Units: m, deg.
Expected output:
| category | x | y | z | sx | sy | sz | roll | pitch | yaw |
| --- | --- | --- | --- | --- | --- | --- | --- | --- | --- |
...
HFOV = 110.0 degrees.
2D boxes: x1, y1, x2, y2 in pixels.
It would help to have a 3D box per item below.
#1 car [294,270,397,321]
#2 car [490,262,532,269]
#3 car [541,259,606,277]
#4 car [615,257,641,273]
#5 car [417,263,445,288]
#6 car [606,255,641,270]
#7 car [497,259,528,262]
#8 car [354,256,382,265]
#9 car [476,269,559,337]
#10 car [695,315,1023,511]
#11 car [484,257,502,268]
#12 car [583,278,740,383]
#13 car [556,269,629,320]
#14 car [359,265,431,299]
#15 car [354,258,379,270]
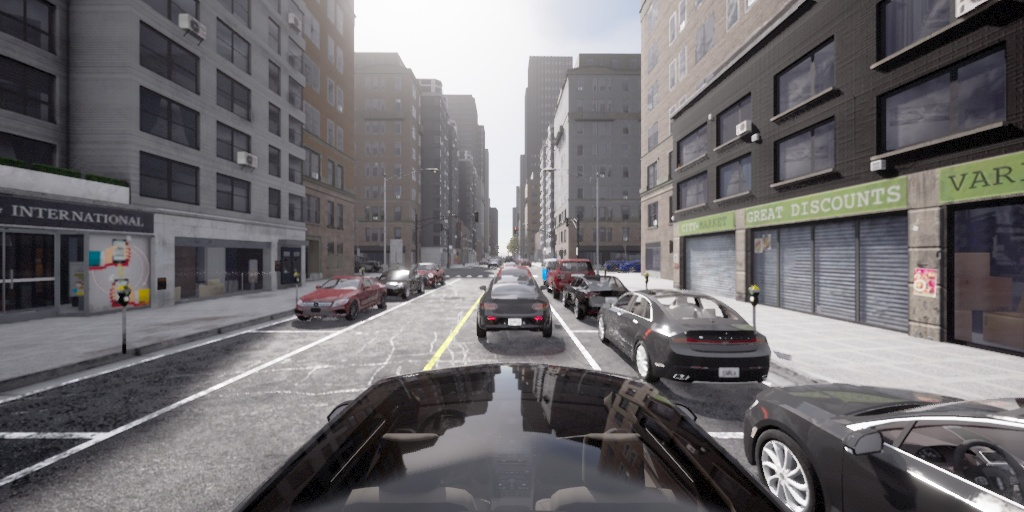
| category | x | y | z | sx | sy | sz | roll | pitch | yaw |
| --- | --- | --- | --- | --- | --- | --- | --- | --- | --- |
| car | -5.661 | 1.327 | 12.427 | 1.802 | 1.307 | 4.207 | 0 | 0 | 0 |
| car | 0.108 | 1.220 | 17.490 | 1.882 | 1.535 | 5.008 | 0 | 0 | 0 |
| car | 2.869 | 1.057 | 17.954 | 2.192 | 1.841 | 5.009 | 0 | 0 | 0 |
| car | 14.681 | 1.190 | 40.324 | 5.008 | 1.535 | 1.882 | 0 | 0 | 0 |
| car | -5.654 | 1.179 | 23.477 | 1.967 | 1.591 | 4.097 | 0 | 0 | 0 |
| car | 14.858 | 0.939 | 47.003 | 5.566 | 2.045 | 2.150 | 0 | 0 | 2 |
| car | 0.079 | 1.243 | 27.662 | 1.837 | 1.490 | 4.892 | 0 | 0 | 2 |
| car | -18.594 | 0.970 | 43.408 | 5.566 | 2.045 | 2.150 | 0 | 0 | 0 |
| car | 0.043 | 1.272 | 10.134 | 1.812 | 1.442 | 4.674 | 0 | 0 | -1 |
| car | 2.859 | 1.301 | 1.383 | 2.007 | 1.370 | 4.403 | 0 | 0 | 0 |
| car | -3.201 | 1.289 | 62.000 | 2.033 | 1.411 | 5.357 | 0 | 0 | -1 |
| car | 2.862 | 1.298 | 6.906 | 2.007 | 1.370 | 4.403 | 0 | 0 | 0 |
| car | 2.865 | 1.311 | 12.430 | 1.948 | 1.339 | 4.313 | 0 | 0 | 0 |
| car | -5.657 | 1.308 | 17.952 | 1.948 | 1.339 | 4.313 | 0 | 0 | 0 |
| car | -17.962 | 1.250 | 40.162 | 4.892 | 1.490 | 1.837 | 0 | 0 | 0 |
